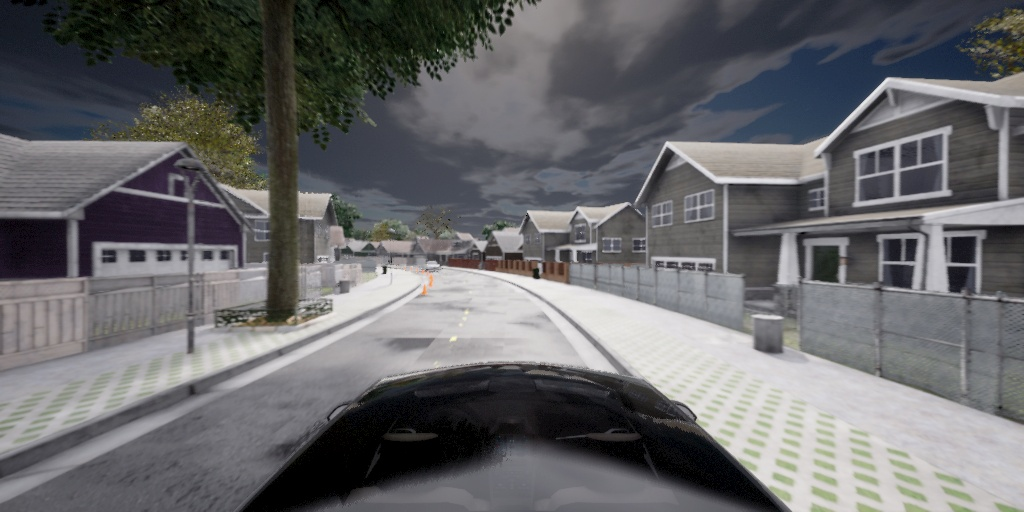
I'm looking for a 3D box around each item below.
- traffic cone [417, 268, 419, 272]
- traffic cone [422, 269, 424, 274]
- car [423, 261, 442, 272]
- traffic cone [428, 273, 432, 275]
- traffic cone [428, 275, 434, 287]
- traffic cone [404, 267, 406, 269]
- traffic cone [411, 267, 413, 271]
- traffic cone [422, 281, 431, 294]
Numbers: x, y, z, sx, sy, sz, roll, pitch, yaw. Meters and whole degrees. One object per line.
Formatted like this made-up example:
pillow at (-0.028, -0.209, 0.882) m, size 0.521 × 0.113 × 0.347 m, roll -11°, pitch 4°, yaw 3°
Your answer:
traffic cone at (-12.472, 1.841, 47.478) m, size 0.340 × 0.580 × 0.340 m, roll 0°, pitch 0°, yaw -23°
traffic cone at (-10.633, 1.845, 42.953) m, size 0.340 × 0.580 × 0.340 m, roll 0°, pitch 0°, yaw -21°
car at (-10.831, 1.403, 48.406) m, size 1.812 × 1.442 × 4.674 m, roll 0°, pitch 0°, yaw -24°
traffic cone at (-6.416, 1.809, 28.933) m, size 0.340 × 0.580 × 0.340 m, roll 0°, pitch 0°, yaw -13°
traffic cone at (-5.451, 1.782, 24.144) m, size 0.340 × 0.580 × 0.340 m, roll 0°, pitch 0°, yaw -10°
traffic cone at (-16.771, 1.811, 56.245) m, size 0.340 × 0.580 × 0.340 m, roll 0°, pitch 0°, yaw -29°
traffic cone at (-14.519, 1.830, 51.912) m, size 0.340 × 0.580 × 0.340 m, roll 0°, pitch 0°, yaw -26°
traffic cone at (-4.712, 1.754, 19.316) m, size 0.340 × 0.580 × 0.340 m, roll 0°, pitch 0°, yaw -7°
